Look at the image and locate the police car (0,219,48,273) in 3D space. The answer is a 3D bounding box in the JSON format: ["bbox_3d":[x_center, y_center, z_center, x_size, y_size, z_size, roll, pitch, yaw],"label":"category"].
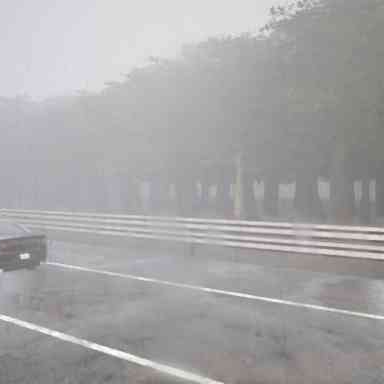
[{"bbox_3d":[-6.556,1.460,9.950,5.238,1.638,1.930,0,-1,31],"label":"police car"}]
